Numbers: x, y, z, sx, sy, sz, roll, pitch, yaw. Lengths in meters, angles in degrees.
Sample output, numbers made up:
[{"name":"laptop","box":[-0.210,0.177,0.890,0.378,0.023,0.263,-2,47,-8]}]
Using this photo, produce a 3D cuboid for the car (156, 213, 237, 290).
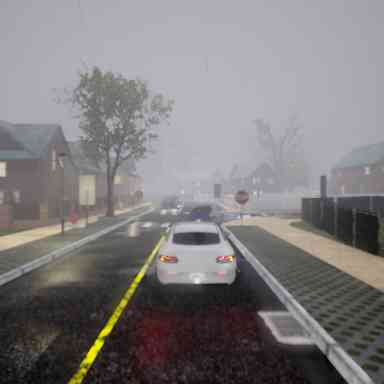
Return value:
[{"name":"car","box":[0.089,1.516,8.944,1.812,1.442,4.674,0,0,0]}]

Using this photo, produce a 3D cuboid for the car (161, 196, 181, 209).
[{"name":"car","box":[-2.892,1.492,43.011,1.994,1.385,4.181,0,0,0]}]

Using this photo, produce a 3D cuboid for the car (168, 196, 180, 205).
[{"name":"car","box":[-3.028,1.428,57.041,1.812,1.442,4.674,0,0,-1]}]

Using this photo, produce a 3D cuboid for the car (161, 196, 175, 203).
[{"name":"car","box":[-5.277,1.522,71.712,1.994,1.385,4.181,0,0,-18]}]

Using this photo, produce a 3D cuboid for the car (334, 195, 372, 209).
[{"name":"car","box":[14.638,1.050,30.051,5.008,1.535,1.882,-1,0,-2]}]

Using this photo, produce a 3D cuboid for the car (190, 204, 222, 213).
[{"name":"car","box":[0.918,1.494,21.941,1.812,1.442,4.674,0,0,12]}]
